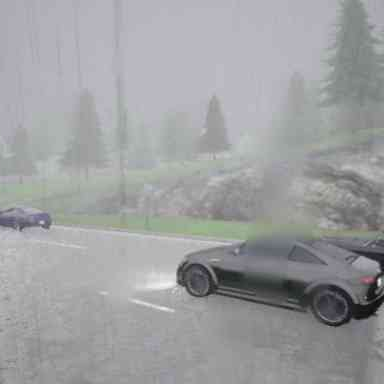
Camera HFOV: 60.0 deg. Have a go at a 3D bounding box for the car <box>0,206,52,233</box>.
[{"bbox_3d":[-10.261,1.545,20.006,4.674,1.442,1.812,0,0,37],"label":"car"}]

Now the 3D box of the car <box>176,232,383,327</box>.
[{"bbox_3d":[1.693,1.567,7.084,4.181,1.385,1.994,0,0,35],"label":"car"}]

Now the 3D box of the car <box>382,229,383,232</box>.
[{"bbox_3d":[5.278,1.602,8.825,4.718,1.301,1.895,0,0,35],"label":"car"}]
